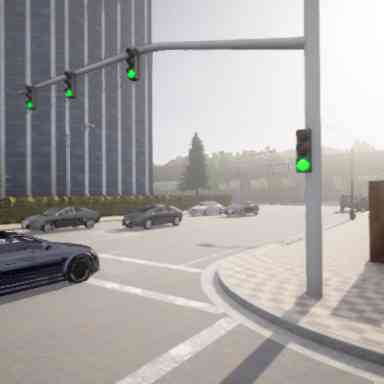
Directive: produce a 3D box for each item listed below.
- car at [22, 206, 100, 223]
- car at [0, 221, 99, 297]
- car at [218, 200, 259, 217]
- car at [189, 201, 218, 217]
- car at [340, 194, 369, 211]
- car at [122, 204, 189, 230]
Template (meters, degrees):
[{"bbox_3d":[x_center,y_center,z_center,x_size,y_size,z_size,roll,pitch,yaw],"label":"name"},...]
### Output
[{"bbox_3d":[-8.084,1.653,20.855,2.128,1.511,4.902,-1,0,36],"label":"car"},{"bbox_3d":[-4.320,1.634,7.909,1.994,1.385,4.181,-1,0,36],"label":"car"},{"bbox_3d":[5.006,1.612,33.082,2.128,1.511,4.902,-1,0,36],"label":"car"},{"bbox_3d":[1.493,1.681,34.181,1.812,1.442,4.674,-1,0,35],"label":"car"},{"bbox_3d":[20.217,1.270,41.257,2.150,2.045,5.566,-1,0,43],"label":"car"},{"bbox_3d":[-2.581,1.633,22.522,1.837,1.490,4.892,-1,0,36],"label":"car"}]
